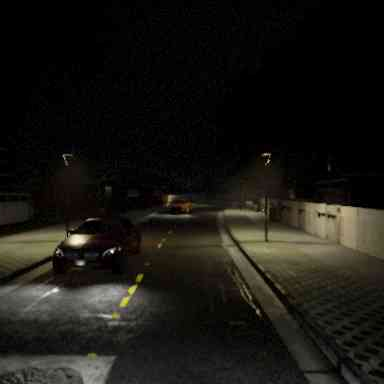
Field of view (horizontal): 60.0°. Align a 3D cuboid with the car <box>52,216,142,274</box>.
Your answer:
[{"bbox_3d":[-2.783,1.527,10.722,1.812,1.442,4.674,0,0,1],"label":"car"}]

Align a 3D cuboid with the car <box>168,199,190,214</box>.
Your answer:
[{"bbox_3d":[-1.324,1.471,35.454,1.882,1.535,5.008,0,0,7],"label":"car"}]
